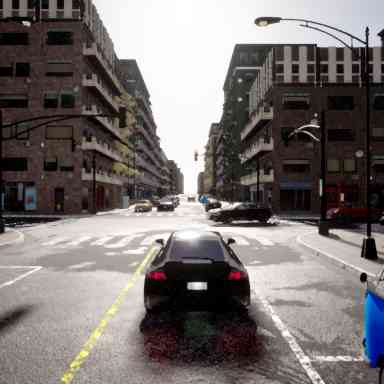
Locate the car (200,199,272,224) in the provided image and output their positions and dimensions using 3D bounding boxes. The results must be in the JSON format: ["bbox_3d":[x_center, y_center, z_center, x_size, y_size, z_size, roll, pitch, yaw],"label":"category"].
[{"bbox_3d":[3.378,1.505,23.894,4.902,1.511,2.128,0,0,-22],"label":"car"}]

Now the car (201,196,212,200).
[{"bbox_3d":[2.626,1.568,45.650,2.008,1.369,4.403,1,0,0],"label":"car"}]

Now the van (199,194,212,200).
[{"bbox_3d":[2.611,1.364,56.935,1.690,1.788,3.998,1,0,0],"label":"van"}]

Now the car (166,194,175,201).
[{"bbox_3d":[-5.828,1.483,90.777,1.967,1.590,4.097,1,0,0],"label":"car"}]

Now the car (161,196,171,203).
[{"bbox_3d":[-5.801,1.577,73.849,1.887,1.381,4.507,1,0,0],"label":"car"}]

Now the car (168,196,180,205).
[{"bbox_3d":[-3.170,1.502,60.081,1.882,1.535,5.008,0,0,0],"label":"car"}]

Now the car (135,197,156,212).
[{"bbox_3d":[-5.743,1.541,39.823,1.752,1.417,4.829,1,0,0],"label":"car"}]

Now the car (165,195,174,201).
[{"bbox_3d":[-5.820,1.590,85.134,2.008,1.369,4.403,1,0,0],"label":"car"}]

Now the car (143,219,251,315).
[{"bbox_3d":[0.088,1.566,7.663,1.994,1.385,4.181,0,0,0],"label":"car"}]

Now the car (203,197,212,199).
[{"bbox_3d":[2.636,1.581,40.007,1.947,1.339,4.313,1,0,0],"label":"car"}]

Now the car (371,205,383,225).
[{"bbox_3d":[13.505,1.583,19.829,4.313,1.339,1.947,0,-1,1],"label":"car"}]

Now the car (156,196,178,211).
[{"bbox_3d":[-3.168,1.579,40.987,1.994,1.385,4.181,0,0,0],"label":"car"}]

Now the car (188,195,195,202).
[{"bbox_3d":[-0.135,1.562,80.538,2.128,1.511,4.902,0,0,0],"label":"car"}]

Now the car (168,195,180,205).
[{"bbox_3d":[-3.180,1.497,49.704,1.882,1.535,5.008,0,0,0],"label":"car"}]

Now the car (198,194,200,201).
[{"bbox_3d":[2.589,1.555,68.390,1.752,1.417,4.829,1,0,0],"label":"car"}]

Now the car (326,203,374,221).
[{"bbox_3d":[13.594,1.609,28.211,4.097,1.590,1.967,0,-1,1],"label":"car"}]

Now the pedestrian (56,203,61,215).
[{"bbox_3d":[-12.592,1.598,31.416,0.500,1.100,0.500,0,-1,1],"label":"pedestrian"}]

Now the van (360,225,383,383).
[{"bbox_3d":[2.670,1.342,2.061,1.690,1.788,3.998,1,0,0],"label":"van"}]

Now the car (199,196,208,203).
[{"bbox_3d":[2.578,1.614,73.863,1.802,1.307,4.206,1,0,0],"label":"car"}]

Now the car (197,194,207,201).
[{"bbox_3d":[2.564,1.354,85.148,2.192,1.841,5.009,1,0,0],"label":"car"}]

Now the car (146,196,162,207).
[{"bbox_3d":[-5.762,1.461,51.278,1.967,1.590,4.097,1,0,0],"label":"car"}]
